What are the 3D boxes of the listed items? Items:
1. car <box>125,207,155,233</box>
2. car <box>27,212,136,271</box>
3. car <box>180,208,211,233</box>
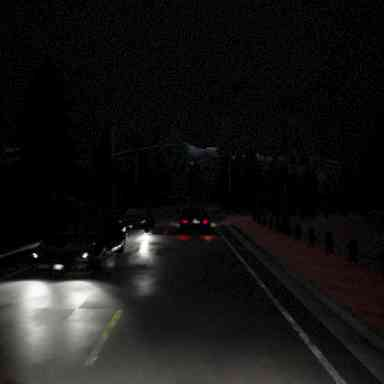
[{"bbox_3d":[-3.424,1.677,21.091,1.812,1.442,4.674,0,0,1],"label":"car"},{"bbox_3d":[-3.540,1.629,11.511,2.033,1.411,5.357,0,0,1],"label":"car"},{"bbox_3d":[0.186,1.699,20.891,2.033,1.411,5.357,0,0,0],"label":"car"}]
